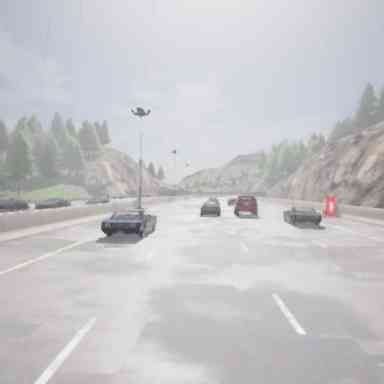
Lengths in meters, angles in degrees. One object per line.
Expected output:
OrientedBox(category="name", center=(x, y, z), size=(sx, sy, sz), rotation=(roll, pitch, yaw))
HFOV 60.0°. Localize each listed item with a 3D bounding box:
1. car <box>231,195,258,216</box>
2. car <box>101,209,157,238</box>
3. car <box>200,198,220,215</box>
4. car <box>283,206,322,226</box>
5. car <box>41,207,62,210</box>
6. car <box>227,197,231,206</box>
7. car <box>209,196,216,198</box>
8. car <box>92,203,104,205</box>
OrientedBox(category="car", center=(5.447, 1.305, 34.210), size=(2.150, 2.045, 5.566), rotation=(1, 0, 4))
OrientedBox(category="car", center=(-3.099, 1.565, 17.504), size=(1.895, 1.301, 4.718), rotation=(1, 0, 5))
OrientedBox(category="car", center=(1.902, 1.600, 34.071), size=(1.994, 1.385, 4.181), rotation=(1, 0, 4))
OrientedBox(category="car", center=(8.014, 1.716, 24.630), size=(1.895, 1.301, 4.718), rotation=(1, 0, 5))
OrientedBox(category="car", center=(-15.533, 1.350, 37.873), size=(2.033, 1.411, 5.357), rotation=(1, 0, 5))
OrientedBox(category="car", center=(7.064, 1.639, 57.911), size=(1.812, 1.442, 4.674), rotation=(1, 0, 4))
OrientedBox(category="car", center=(3.603, 1.544, 58.569), size=(1.882, 1.535, 5.008), rotation=(1, 0, 4))
OrientedBox(category="car", center=(-11.728, 1.346, 42.042), size=(2.128, 1.511, 4.902), rotation=(1, 0, 4))
